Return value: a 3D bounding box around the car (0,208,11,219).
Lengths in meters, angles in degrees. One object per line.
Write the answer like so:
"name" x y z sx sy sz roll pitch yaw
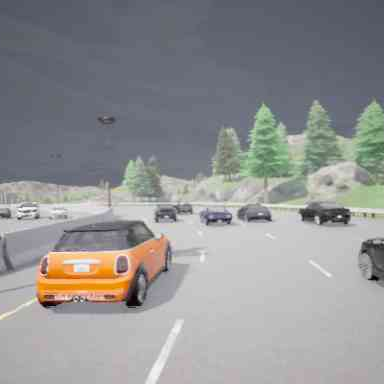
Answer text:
"car" -25.048 2.805 44.022 2.033 1.411 5.357 -2 -1 -25

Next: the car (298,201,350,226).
"car" 8.868 1.389 22.743 1.882 1.535 5.008 -2 -1 -3

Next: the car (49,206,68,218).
"car" -15.712 2.422 39.195 1.812 1.442 4.674 -2 -1 -19

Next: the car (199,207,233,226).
"car" 1.698 1.779 25.411 1.895 1.301 4.718 -2 -1 -6

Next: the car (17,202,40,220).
"car" -19.968 2.279 40.801 2.150 2.045 5.566 -2 -1 -21

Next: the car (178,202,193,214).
"car" -1.300 1.910 40.287 2.128 1.511 4.902 -2 -1 -16

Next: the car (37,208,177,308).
"car" -1.881 1.495 8.490 2.097 1.767 4.553 -2 -1 6

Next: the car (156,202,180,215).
"car" -2.534 1.872 30.279 1.837 1.490 4.892 -2 -1 -10

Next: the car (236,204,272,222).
"car" 4.950 1.649 27.117 1.994 1.385 4.181 -2 -1 -6

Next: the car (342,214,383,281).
"car" 4.953 1.386 6.576 2.128 1.511 4.902 -2 -1 7
